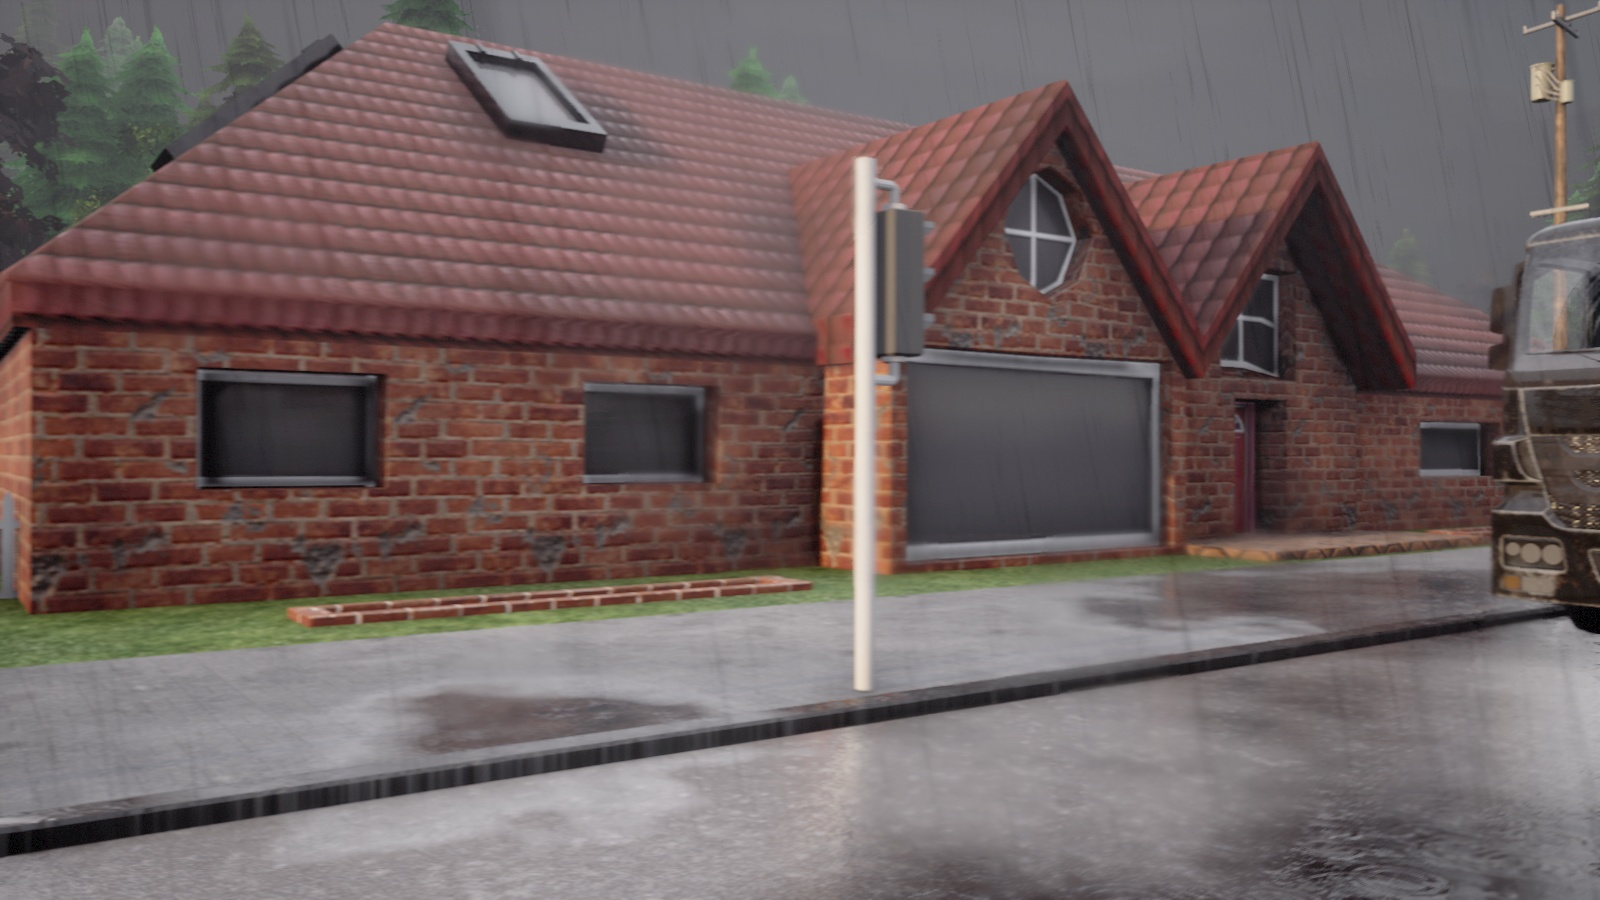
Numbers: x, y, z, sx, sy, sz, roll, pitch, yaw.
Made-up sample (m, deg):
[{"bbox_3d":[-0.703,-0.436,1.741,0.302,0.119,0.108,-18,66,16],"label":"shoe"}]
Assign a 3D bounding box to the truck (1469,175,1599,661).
[{"bbox_3d":[9.283,-0.230,10.714,7.936,3.462,2.891,0,0,-34],"label":"truck"}]
